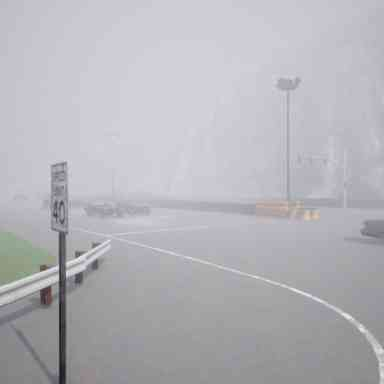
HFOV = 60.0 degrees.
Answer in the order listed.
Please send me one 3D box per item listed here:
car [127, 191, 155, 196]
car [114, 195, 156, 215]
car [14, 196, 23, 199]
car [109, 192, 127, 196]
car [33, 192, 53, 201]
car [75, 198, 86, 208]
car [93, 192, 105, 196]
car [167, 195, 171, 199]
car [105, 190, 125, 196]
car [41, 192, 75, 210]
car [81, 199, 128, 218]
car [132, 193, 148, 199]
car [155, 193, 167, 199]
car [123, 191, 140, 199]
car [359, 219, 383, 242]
[{"bbox_3d":[-10.358,0.830,67.151,2.150,2.045,5.566,0,1,-38],"label":"car"},{"bbox_3d":[-5.884,1.398,32.706,1.882,1.535,5.008,0,0,-38],"label":"car"},{"bbox_3d":[-29.524,0.905,57.409,1.895,1.301,4.718,0,1,-38],"label":"car"},{"bbox_3d":[-14.527,1.182,66.803,1.895,1.301,4.718,0,1,-38],"label":"car"},{"bbox_3d":[-26.784,0.778,59.586,2.033,1.411,5.357,0,1,-38],"label":"car"},{"bbox_3d":[-14.659,1.438,43.908,1.895,1.301,4.718,0,1,-38],"label":"car"},{"bbox_3d":[-20.870,0.757,74.765,2.097,1.767,4.553,0,1,-38],"label":"car"},{"bbox_3d":[-6.701,1.147,73.693,1.895,1.301,4.718,0,1,-38],"label":"car"},{"bbox_3d":[-16.843,0.660,75.288,2.150,2.045,5.566,0,1,-38],"label":"car"},{"bbox_3d":[-16.563,1.081,40.658,2.150,2.045,5.566,0,0,-38],"label":"car"},{"bbox_3d":[-7.839,1.534,29.534,1.895,1.301,4.718,0,0,-38],"label":"car"},{"bbox_3d":[-12.687,0.901,81.340,1.812,1.442,4.674,0,1,-38],"label":"car"},{"bbox_3d":[-7.898,0.950,69.524,2.097,1.767,4.553,0,1,-38],"label":"car"},{"bbox_3d":[-14.058,0.740,77.407,2.097,1.767,4.553,0,1,-38],"label":"car"},{"bbox_3d":[9.633,1.516,13.131,2.033,1.411,5.357,0,0,-38],"label":"car"}]
